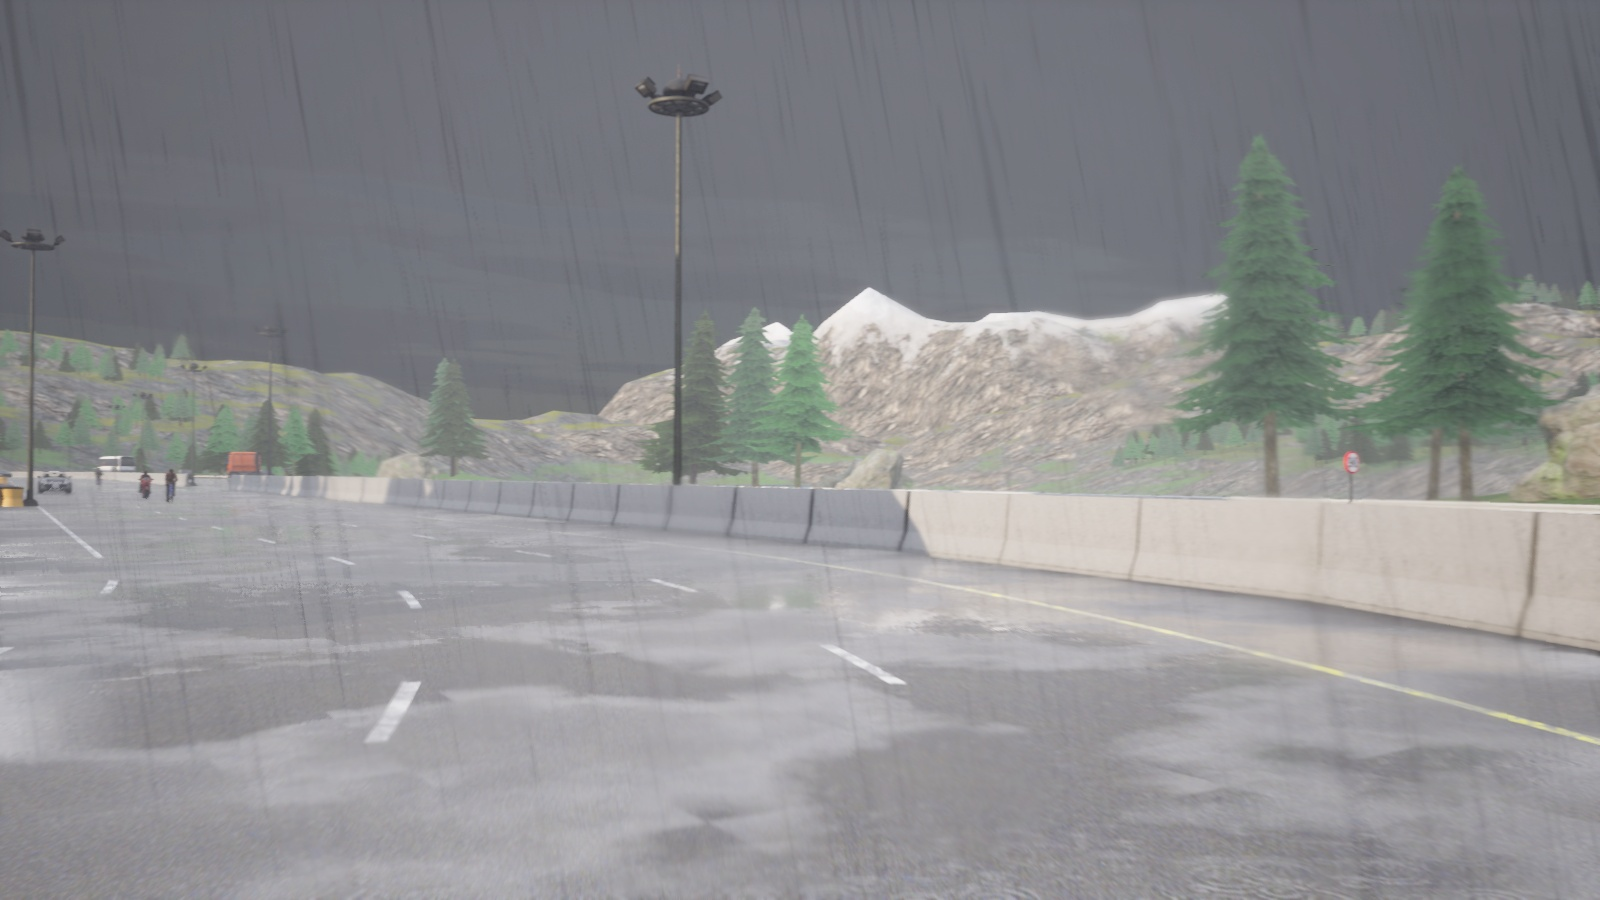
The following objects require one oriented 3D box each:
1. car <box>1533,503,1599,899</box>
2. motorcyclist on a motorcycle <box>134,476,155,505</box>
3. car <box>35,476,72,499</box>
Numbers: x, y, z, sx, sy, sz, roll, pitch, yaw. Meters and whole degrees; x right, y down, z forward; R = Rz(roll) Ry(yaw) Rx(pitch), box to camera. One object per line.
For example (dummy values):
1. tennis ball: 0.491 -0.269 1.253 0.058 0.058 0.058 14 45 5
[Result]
1. car: 3.459 0.851 1.823 1.812 1.442 4.674 0 -1 -4
2. motorcyclist on a motorcycle: -35.163 2.150 67.322 0.797 1.523 2.044 0 -1 -33
3. car: -49.269 2.480 82.849 1.970 1.475 3.806 0 -1 -33
